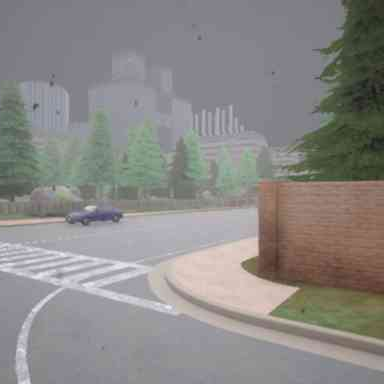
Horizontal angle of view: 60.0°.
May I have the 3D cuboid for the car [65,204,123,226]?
[{"bbox_3d":[-7.252,1.655,25.055,1.812,1.442,4.674,0,0,34],"label":"car"}]
